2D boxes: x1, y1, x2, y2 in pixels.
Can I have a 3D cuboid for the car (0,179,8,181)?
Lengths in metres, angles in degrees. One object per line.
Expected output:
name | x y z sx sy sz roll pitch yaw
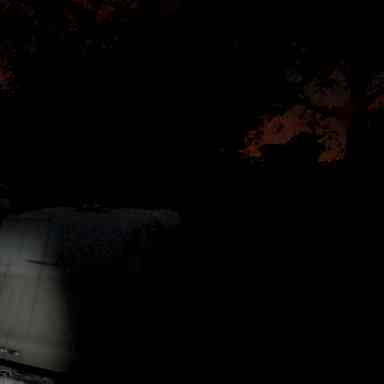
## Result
car | -31.093 -0.958 53.197 4.553 1.767 2.185 0 4 18

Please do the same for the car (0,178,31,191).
car | -30.159 -1.253 55.825 5.566 2.045 2.435 0 4 18

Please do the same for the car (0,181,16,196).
car | -22.122 -0.121 38.580 5.008 1.535 2.097 0 4 18
